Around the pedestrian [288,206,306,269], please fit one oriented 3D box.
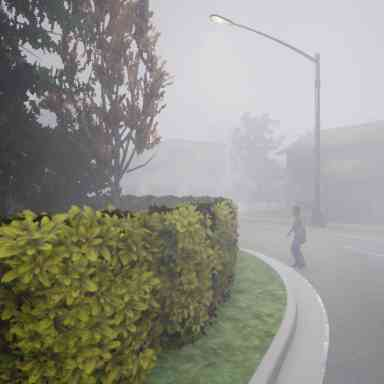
[{"bbox_3d":[3.117,1.294,9.666,0.375,1.860,0.375,0,0,-3],"label":"pedestrian"}]
